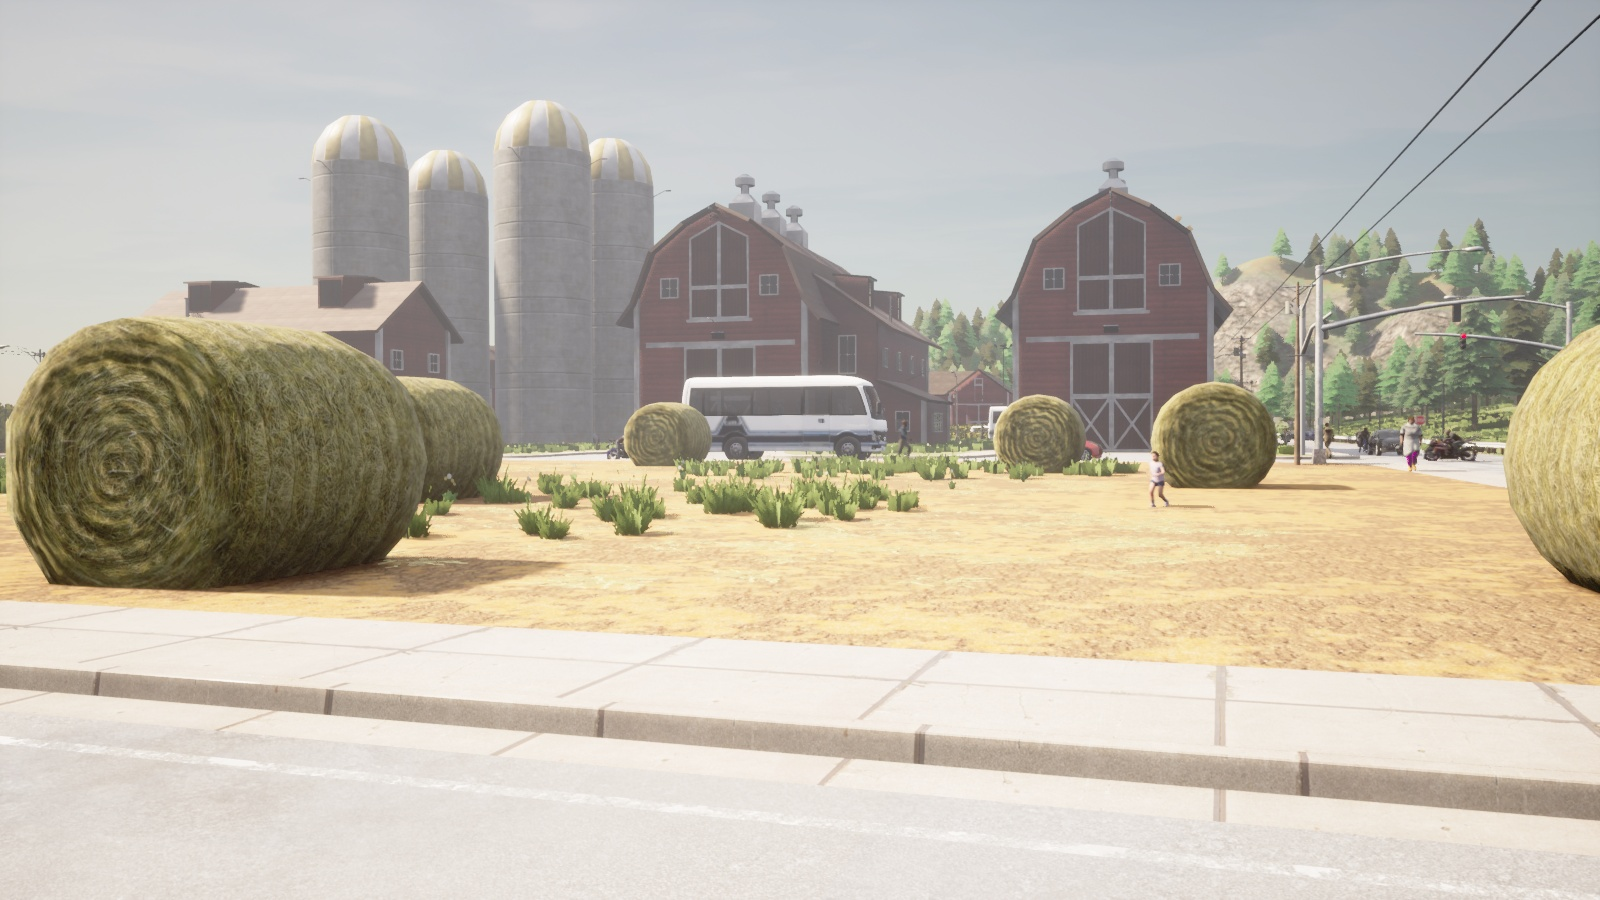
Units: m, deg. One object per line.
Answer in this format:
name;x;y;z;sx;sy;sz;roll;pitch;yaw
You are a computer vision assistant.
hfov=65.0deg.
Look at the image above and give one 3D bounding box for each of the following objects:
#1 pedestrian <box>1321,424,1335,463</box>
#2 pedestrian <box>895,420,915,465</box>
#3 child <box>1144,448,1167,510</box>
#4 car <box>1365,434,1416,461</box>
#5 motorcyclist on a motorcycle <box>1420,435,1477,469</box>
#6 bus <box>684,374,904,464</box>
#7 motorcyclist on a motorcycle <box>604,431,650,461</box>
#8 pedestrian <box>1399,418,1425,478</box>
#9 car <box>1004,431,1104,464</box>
pedestrian;26.258;-0.329;62.482;0.396;1.930;0.692;0;1;4
pedestrian;4.268;-0.319;50.994;0.726;1.835;0.370;1;1;22
child;6.447;0.527;22.755;0.255;1.110;0.394;1;1;41
car;33.967;-0.165;72.361;1.837;1.490;4.892;0;1;16
motorcyclist on a motorcycle;29.985;0.064;58.106;2.191;1.530;0.866;1;1;15
bus;-0.240;-1.542;62.431;10.273;4.253;3.944;0;1;15
motorcyclist on a motorcycle;-8.915;-0.212;64.734;2.191;1.530;0.866;1;1;15
pedestrian;20.175;-0.079;41.399;0.659;1.952;0.873;1;1;21
car;11.986;-0.126;59.228;4.514;1.525;2.007;0;1;15
